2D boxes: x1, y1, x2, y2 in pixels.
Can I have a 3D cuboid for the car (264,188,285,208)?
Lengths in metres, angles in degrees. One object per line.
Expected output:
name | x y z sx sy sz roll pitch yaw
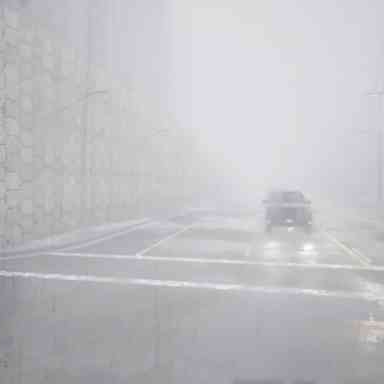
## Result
car | 9.309 0.568 37.699 2.150 2.045 5.566 0 1 12

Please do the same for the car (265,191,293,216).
car | 7.090 0.874 27.487 2.097 1.767 4.553 0 1 12

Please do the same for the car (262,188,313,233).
car | 4.971 0.911 17.696 2.150 2.045 5.566 0 1 12
